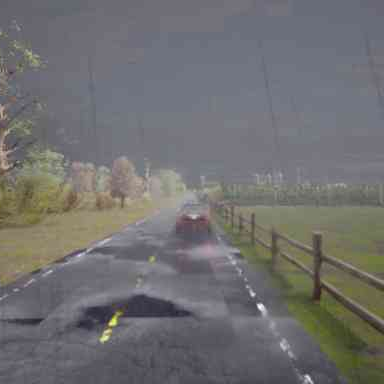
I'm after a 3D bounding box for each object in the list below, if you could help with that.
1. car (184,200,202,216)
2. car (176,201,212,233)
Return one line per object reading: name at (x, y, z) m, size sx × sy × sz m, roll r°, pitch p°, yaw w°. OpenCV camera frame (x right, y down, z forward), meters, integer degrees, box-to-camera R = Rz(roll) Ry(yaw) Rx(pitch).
car at (0.117, 1.717, 36.776) m, size 1.837 × 1.490 × 4.892 m, roll 0°, pitch 0°, yaw 0°
car at (0.111, 1.482, 20.950) m, size 2.097 × 1.767 × 4.553 m, roll 0°, pitch 0°, yaw 0°
